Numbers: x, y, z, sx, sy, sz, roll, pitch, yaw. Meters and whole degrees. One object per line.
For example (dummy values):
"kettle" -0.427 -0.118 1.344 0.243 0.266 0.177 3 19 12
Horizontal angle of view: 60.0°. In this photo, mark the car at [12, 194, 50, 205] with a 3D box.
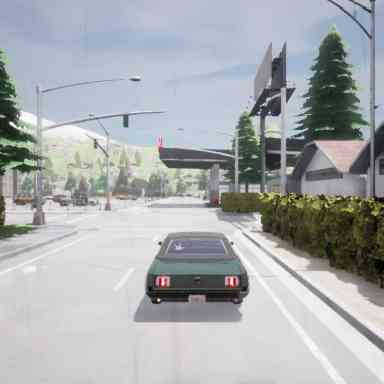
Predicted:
"car" -24.637 1.097 50.518 4.605 1.855 1.932 0 0 0

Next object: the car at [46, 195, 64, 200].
"car" -35.060 1.384 84.905 3.806 1.475 1.970 0 0 0

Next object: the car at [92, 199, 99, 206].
"car" -16.158 1.361 50.602 3.806 1.475 1.970 0 0 0

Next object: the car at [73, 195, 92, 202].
"car" -24.004 1.319 72.971 3.633 1.501 1.845 0 0 0

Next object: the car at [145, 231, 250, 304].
"car" 0.099 1.601 8.088 1.895 1.301 4.718 0 0 0

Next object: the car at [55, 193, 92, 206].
"car" -16.751 1.077 47.274 3.866 1.878 1.905 0 0 0

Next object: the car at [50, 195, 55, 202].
"car" -23.992 1.298 62.979 4.514 1.523 2.007 0 0 0

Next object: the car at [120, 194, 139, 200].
"car" -16.463 1.339 87.995 4.514 1.523 2.007 0 0 0

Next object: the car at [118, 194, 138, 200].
"car" -16.394 1.330 84.859 5.027 1.636 2.152 0 0 0
